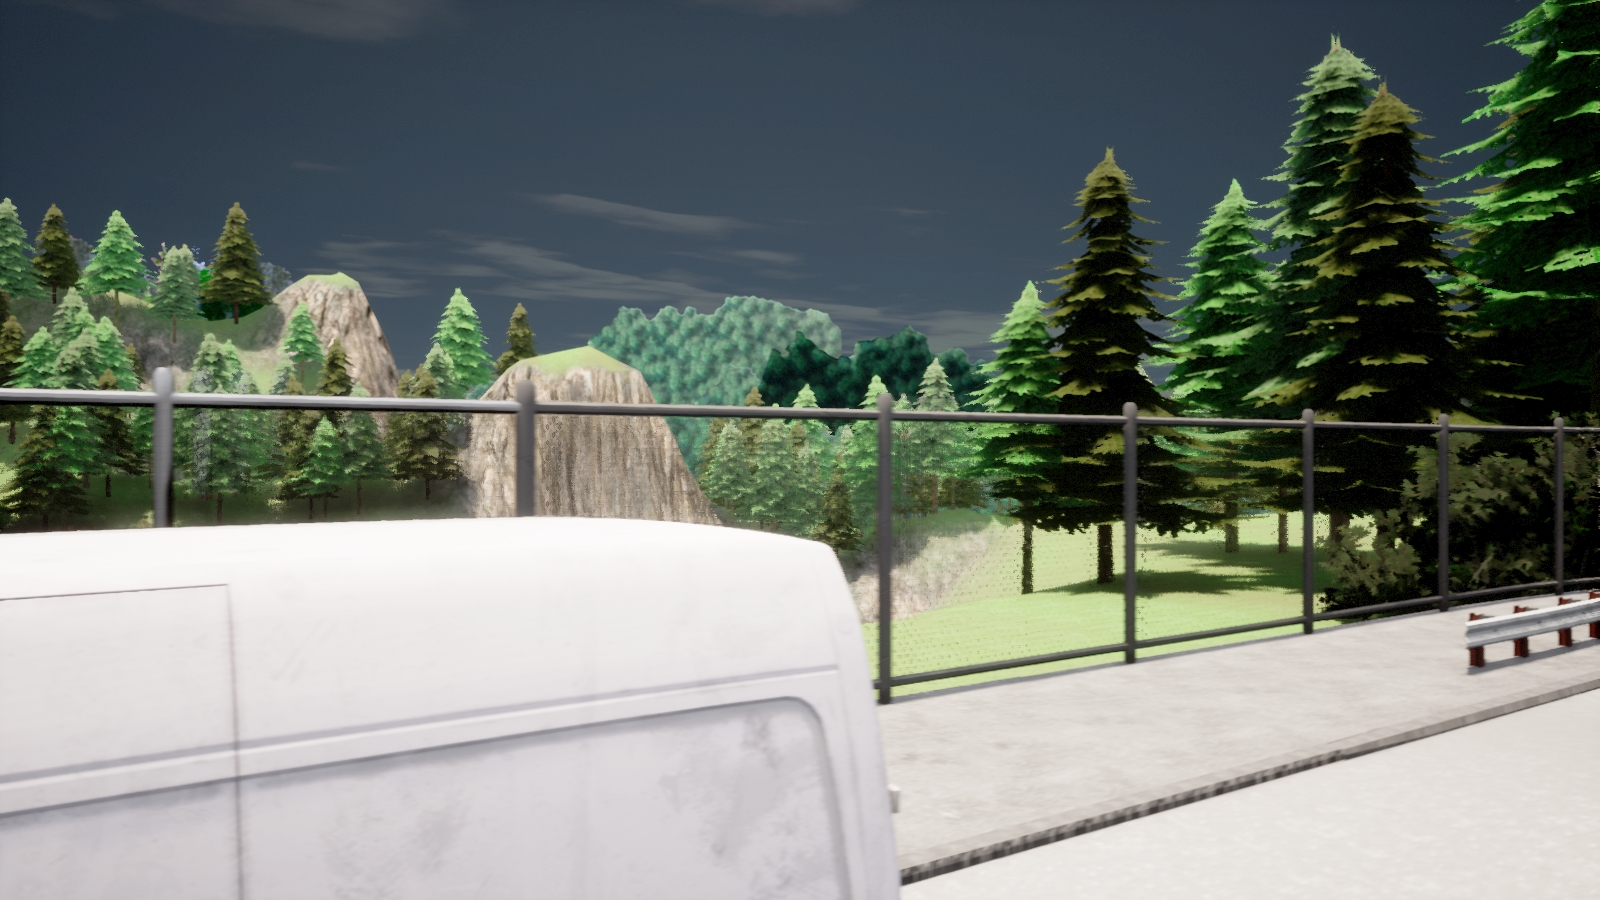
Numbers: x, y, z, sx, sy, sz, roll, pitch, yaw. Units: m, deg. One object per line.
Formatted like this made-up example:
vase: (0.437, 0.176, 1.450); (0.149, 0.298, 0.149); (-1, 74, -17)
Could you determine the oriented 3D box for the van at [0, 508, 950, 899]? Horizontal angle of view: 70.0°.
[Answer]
van: (-2.533, 1.535, 2.626); (5.915, 2.561, 1.988); (0, 0, -35)
